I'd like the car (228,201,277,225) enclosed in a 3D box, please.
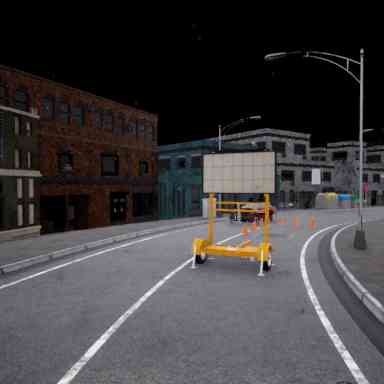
[{"bbox_3d":[4.419,1.455,23.882,1.882,1.535,5.008,1,0,36],"label":"car"}]

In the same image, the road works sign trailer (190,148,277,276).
[{"bbox_3d":[1.522,0.461,10.620,2.380,3.560,2.880,0,0,24],"label":"road works sign trailer"}]
